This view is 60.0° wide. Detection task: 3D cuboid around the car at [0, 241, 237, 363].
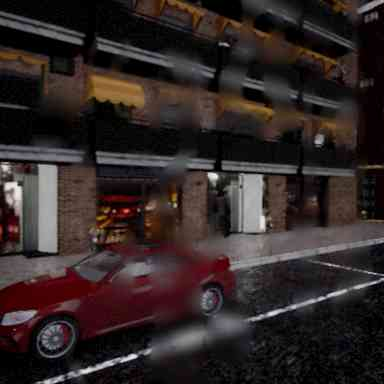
[{"bbox_3d":[-1.072,1.561,5.773,4.206,1.307,1.802,0,0,-35],"label":"car"}]
